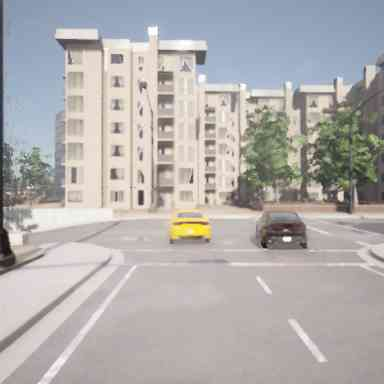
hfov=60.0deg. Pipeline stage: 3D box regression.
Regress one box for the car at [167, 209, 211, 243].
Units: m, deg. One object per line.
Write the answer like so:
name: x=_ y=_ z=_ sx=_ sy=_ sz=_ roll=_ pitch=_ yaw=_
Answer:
car: x=-0.234 y=1.634 z=16.890 sx=1.882 sy=1.535 sz=5.008 roll=0 pitch=-2 yaw=-5

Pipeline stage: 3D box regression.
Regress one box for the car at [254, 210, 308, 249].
car: x=3.968 y=1.588 z=15.120 sx=1.837 sy=1.490 sz=4.892 roll=-1 pitch=-1 yaw=8
